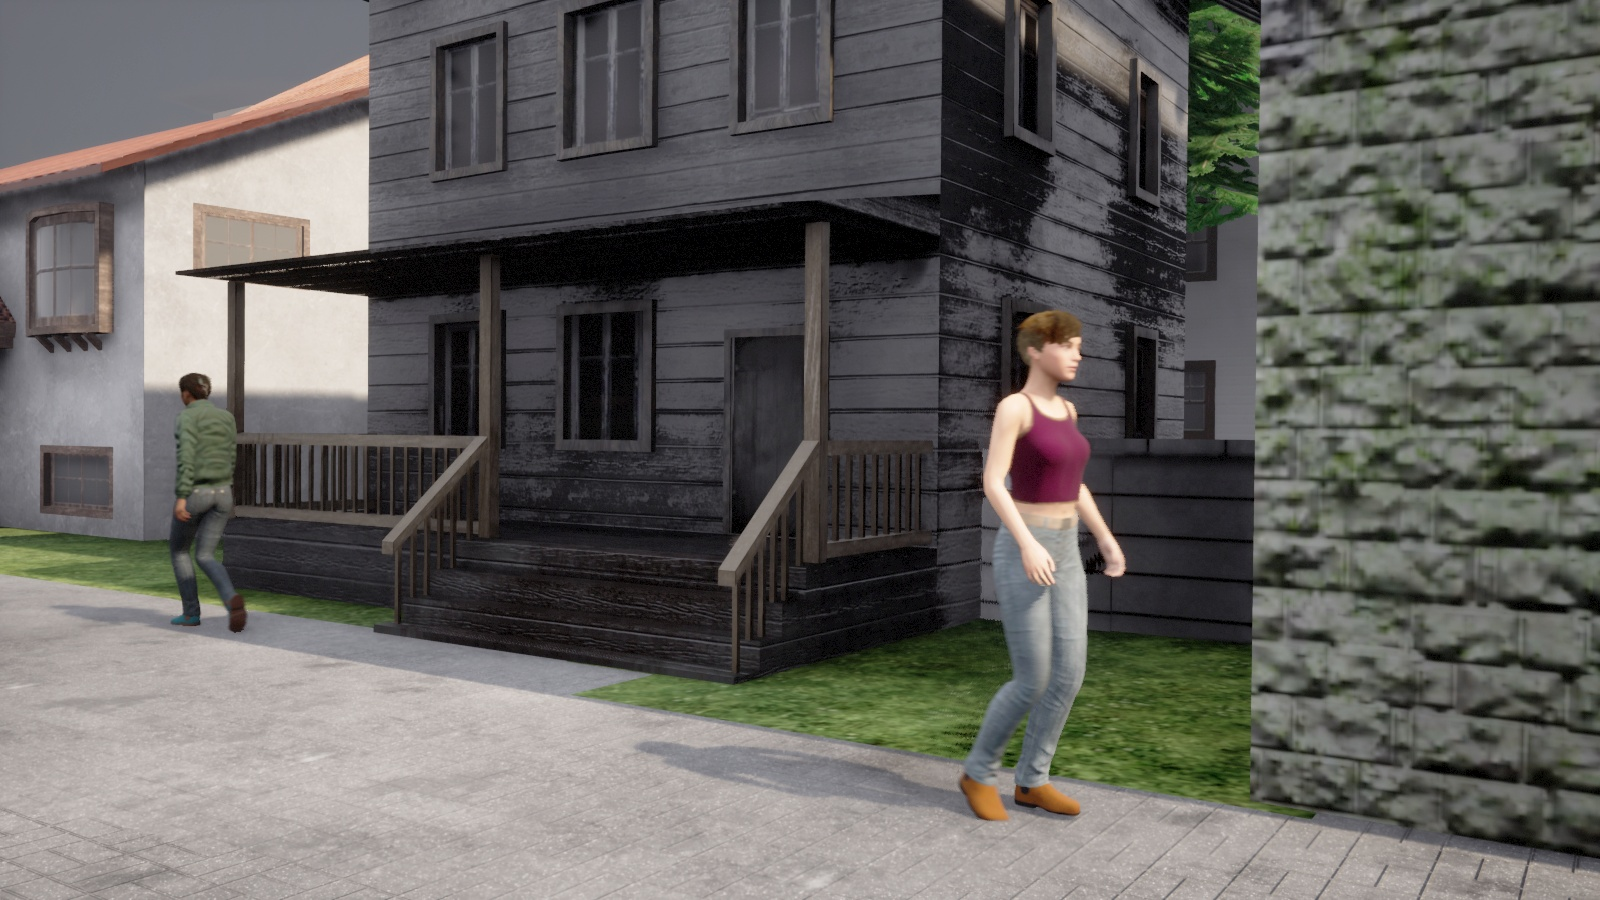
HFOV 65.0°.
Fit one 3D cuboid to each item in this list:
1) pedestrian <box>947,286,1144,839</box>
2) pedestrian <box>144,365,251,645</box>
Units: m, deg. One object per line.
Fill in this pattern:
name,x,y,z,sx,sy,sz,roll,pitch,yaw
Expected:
pedestrian,0.872,0.372,4.498,0.345,1.836,0.594,-1,1,-41
pedestrian,-4.121,0.361,8.591,0.614,1.847,0.353,0,1,31
